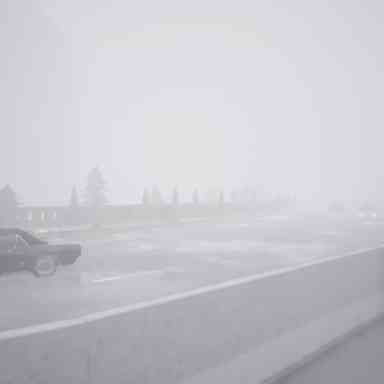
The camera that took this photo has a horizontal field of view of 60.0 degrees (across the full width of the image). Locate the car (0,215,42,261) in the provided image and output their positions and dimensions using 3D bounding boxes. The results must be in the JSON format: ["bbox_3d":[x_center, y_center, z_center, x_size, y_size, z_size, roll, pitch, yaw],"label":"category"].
[{"bbox_3d":[-8.131,1.612,11.124,5.357,1.411,2.033,0,0,-36],"label":"car"}]

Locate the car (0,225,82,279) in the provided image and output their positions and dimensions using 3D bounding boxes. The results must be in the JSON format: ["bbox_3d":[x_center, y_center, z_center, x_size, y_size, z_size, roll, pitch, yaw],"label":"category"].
[{"bbox_3d":[-5.520,1.654,8.748,4.718,1.301,1.895,0,-1,-37],"label":"car"}]

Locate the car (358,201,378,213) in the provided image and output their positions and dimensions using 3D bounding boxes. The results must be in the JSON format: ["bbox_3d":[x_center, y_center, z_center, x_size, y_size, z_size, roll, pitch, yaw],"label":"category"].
[{"bbox_3d":[22.472,1.872,42.596,1.837,1.490,4.892,0,-1,25],"label":"car"}]

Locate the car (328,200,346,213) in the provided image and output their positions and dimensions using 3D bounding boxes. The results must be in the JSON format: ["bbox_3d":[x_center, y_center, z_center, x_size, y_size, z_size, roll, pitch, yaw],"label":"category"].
[{"bbox_3d":[18.856,1.839,43.190,1.882,1.535,5.008,0,0,26],"label":"car"}]
